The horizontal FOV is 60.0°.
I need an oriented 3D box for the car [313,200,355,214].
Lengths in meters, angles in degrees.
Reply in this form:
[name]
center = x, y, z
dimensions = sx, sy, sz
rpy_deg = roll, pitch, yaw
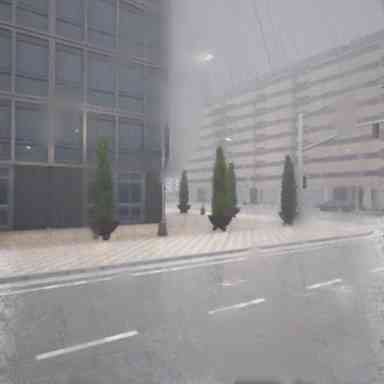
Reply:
[car]
center = 16.977, 1.752, 39.917
dimensions = 1.837, 1.490, 4.892
rpy_deg = 1, 0, -35
